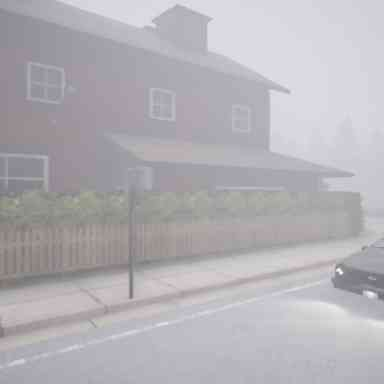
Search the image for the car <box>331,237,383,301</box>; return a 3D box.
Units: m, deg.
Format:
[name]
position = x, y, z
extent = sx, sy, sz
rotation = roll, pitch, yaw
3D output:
[car]
position = 5.555, 1.561, 7.842
extent = 5.357, 1.411, 2.033
rotation = 0, 0, -35
